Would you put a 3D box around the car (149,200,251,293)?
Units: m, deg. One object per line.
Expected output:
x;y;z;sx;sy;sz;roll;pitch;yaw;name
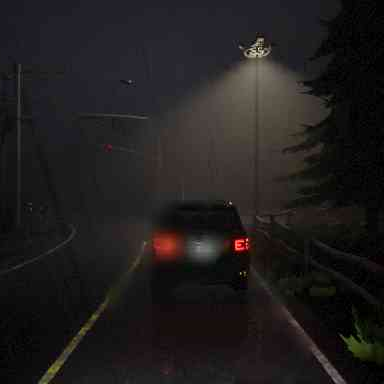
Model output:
0.010;1.221;9.105;2.150;2.045;5.566;0;0;-5;car

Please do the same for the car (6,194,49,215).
-17.101;1.223;33.887;5.566;2.045;2.150;0;0;30;car

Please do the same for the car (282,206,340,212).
10.708;1.627;30.182;4.718;1.301;1.895;0;0;0;car
